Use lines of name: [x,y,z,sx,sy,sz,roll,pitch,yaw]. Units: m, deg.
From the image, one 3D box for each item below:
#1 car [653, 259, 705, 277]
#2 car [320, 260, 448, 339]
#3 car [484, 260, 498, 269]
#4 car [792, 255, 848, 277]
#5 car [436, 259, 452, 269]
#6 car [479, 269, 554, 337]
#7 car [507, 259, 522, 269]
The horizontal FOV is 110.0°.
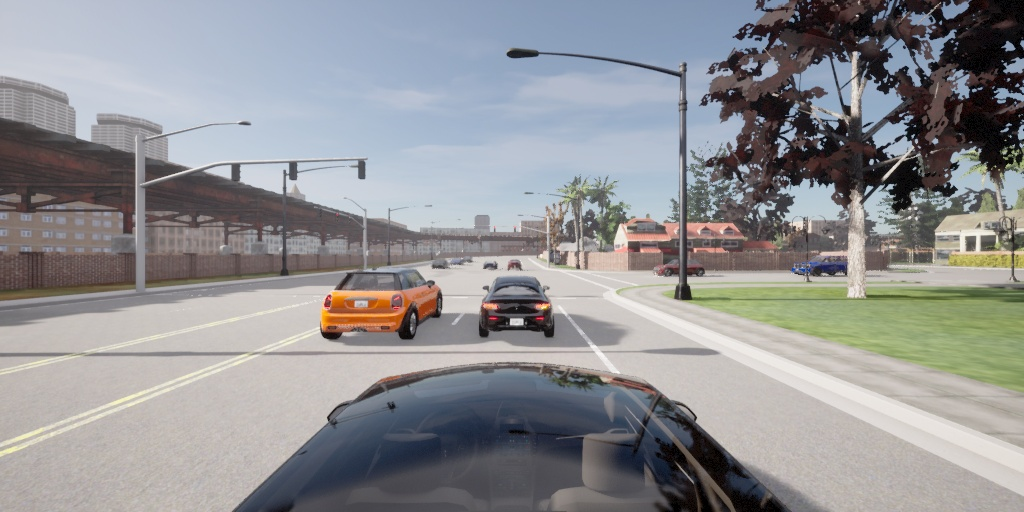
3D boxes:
car: [16.275,1.103,35.104,4.553,1.767,2.097,0,0,-1]
car: [-3.376,1.102,10.198,2.097,1.767,4.553,0,0,1]
car: [-3.103,1.265,53.137,1.895,1.301,4.718,0,1,0]
car: [30.885,0.963,35.390,5.566,2.045,2.150,-1,0,-1]
car: [-10.309,1.183,51.494,1.837,1.490,4.892,0,0,0]
car: [0.122,1.276,10.145,1.812,1.442,4.674,0,0,0]
car: [0.390,1.199,52.096,1.812,1.442,4.674,0,0,0]
